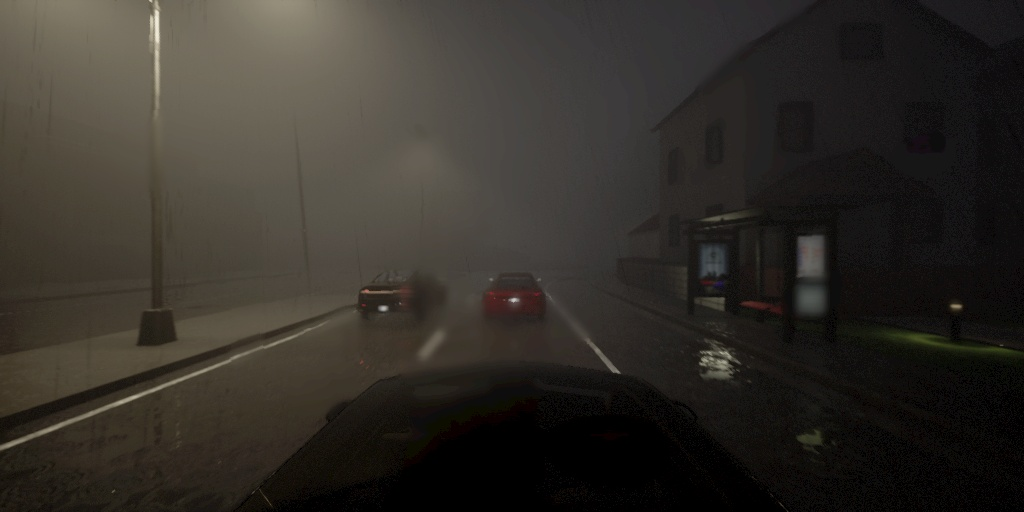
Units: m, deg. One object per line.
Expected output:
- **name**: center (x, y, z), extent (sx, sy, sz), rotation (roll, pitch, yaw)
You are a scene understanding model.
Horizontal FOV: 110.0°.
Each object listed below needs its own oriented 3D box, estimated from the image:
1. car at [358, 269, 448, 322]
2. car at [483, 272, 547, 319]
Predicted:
- **car**: center (-3.387, 1.166, 11.973), extent (2.128, 1.511, 4.902), rotation (0, 0, 1)
- **car**: center (0.121, 1.236, 12.375), extent (1.994, 1.385, 4.181), rotation (0, 0, 1)
